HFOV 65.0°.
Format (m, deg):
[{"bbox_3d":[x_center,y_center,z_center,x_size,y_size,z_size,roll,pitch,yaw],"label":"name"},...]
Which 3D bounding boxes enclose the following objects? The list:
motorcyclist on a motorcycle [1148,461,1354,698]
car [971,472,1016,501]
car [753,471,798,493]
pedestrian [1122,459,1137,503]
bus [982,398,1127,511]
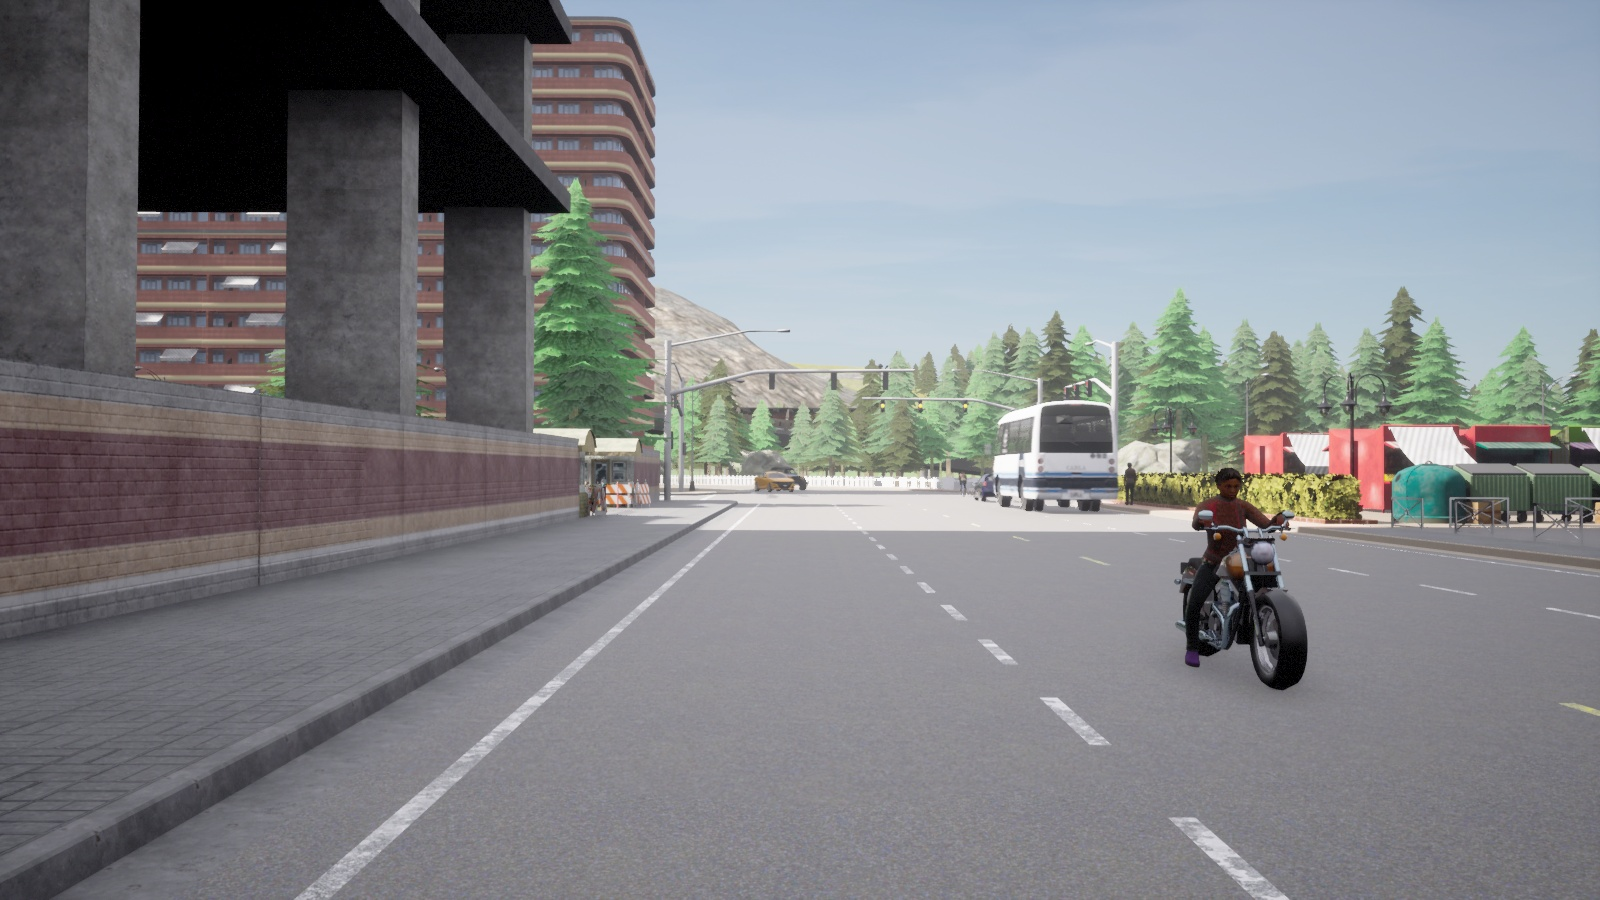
[{"bbox_3d":[3.475,0.918,9.942,0.766,1.649,2.350,0,-1,0],"label":"motorcyclist on a motorcycle"},{"bbox_3d":[10.332,1.953,67.388,1.845,1.501,3.633,0,-1,0],"label":"car"},{"bbox_3d":[-1.846,2.351,92.629,1.882,1.535,5.008,0,-1,-19],"label":"car"},{"bbox_3d":[13.837,1.296,52.716,0.328,1.805,0.869,0,-1,-3],"label":"pedestrian"},{"bbox_3d":[10.363,0.278,52.648,3.944,4.253,10.273,0,-1,0],"label":"bus"}]
